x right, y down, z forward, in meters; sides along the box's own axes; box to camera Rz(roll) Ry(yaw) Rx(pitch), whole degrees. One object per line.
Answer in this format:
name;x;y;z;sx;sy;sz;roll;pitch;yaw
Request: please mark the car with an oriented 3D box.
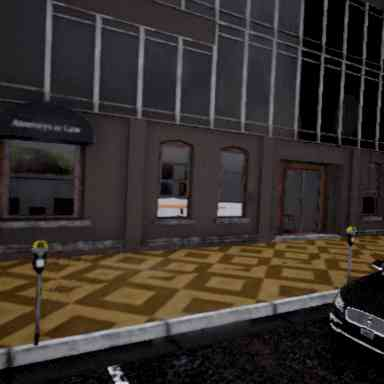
car;4.054;1.512;5.034;4.403;1.369;2.008;1;3;-28
